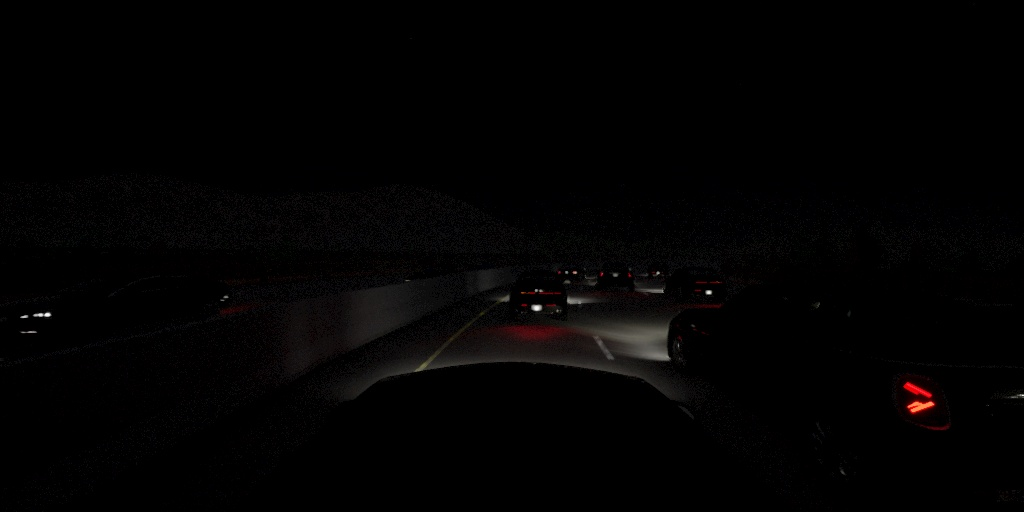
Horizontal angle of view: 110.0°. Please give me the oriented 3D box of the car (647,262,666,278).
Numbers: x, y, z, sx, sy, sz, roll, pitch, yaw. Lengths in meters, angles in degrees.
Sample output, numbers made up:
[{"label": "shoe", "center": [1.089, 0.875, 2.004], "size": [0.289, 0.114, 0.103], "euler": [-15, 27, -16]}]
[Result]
[{"label": "car", "center": [14.668, 1.362, 35.810], "size": [1.837, 1.490, 4.892], "euler": [0, 0, 24]}]

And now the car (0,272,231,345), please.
[{"label": "car", "center": [-10.087, 1.207, 9.461], "size": [2.128, 1.511, 4.902], "euler": [0, 0, 5]}]

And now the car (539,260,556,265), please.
[{"label": "car", "center": [5.850, 1.337, 56.702], "size": [2.128, 1.511, 4.902], "euler": [0, 0, 32]}]

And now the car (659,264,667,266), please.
[{"label": "car", "center": [8.907, 1.315, 17.779], "size": [1.837, 1.490, 4.892], "euler": [0, 0, 11]}]

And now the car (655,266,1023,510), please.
[{"label": "car", "center": [3.808, 1.123, 4.638], "size": [2.097, 1.767, 4.553], "euler": [0, 0, 2]}]

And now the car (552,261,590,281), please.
[{"label": "car", "center": [5.170, 1.357, 30.863], "size": [2.033, 1.411, 5.357], "euler": [0, 0, 19]}]

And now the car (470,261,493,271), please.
[{"label": "car", "center": [-4.025, 1.313, 45.831], "size": [1.812, 1.442, 4.674], "euler": [0, 0, 25]}]

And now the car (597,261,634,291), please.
[{"label": "car", "center": [6.541, 1.158, 22.992], "size": [2.097, 1.767, 4.553], "euler": [0, 0, 14]}]

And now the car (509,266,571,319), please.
[{"label": "car", "center": [1.030, 1.274, 12.921], "size": [1.837, 1.490, 4.892], "euler": [0, 0, 7]}]

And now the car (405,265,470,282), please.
[{"label": "car", "center": [-4.659, 1.303, 22.300], "size": [2.033, 1.411, 5.357], "euler": [0, 0, 12]}]
